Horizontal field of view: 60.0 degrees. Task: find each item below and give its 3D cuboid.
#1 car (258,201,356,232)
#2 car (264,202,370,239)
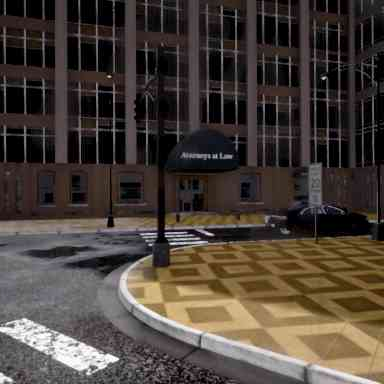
[{"bbox_3d":[6.480,1.314,18.925,4.902,1.511,2.128,0,0,-14],"label":"car"},{"bbox_3d":[6.082,1.309,15.891,4.902,1.511,2.128,0,0,-14],"label":"car"}]
